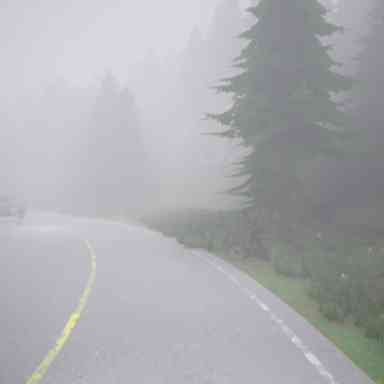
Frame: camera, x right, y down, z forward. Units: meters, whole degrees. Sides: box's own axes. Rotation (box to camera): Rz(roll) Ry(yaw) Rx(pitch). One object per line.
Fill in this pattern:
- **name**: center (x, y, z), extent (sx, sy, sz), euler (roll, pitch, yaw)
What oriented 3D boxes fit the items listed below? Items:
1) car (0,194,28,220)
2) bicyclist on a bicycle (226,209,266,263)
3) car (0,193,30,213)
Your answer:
- **car**: center (-13.211, 1.039, 22.960), extent (4.902, 1.511, 2.128), euler (1, 0, 42)
- **bicyclist on a bicycle**: center (1.821, 1.357, 10.332), extent (1.656, 1.620, 0.582), euler (-3, 1, -14)
- **car**: center (-17.387, 0.960, 31.308), extent (4.553, 1.767, 2.097), euler (1, 0, 39)
